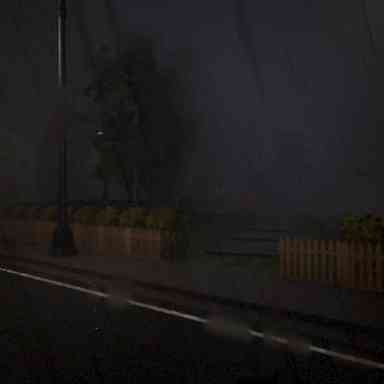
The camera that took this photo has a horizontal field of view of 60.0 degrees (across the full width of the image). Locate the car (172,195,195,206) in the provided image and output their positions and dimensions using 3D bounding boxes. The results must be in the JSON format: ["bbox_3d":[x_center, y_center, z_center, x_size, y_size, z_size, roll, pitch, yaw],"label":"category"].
[{"bbox_3d":[-1.476,1.640,62.300,2.150,2.045,5.566,-1,-1,35],"label":"car"}]
